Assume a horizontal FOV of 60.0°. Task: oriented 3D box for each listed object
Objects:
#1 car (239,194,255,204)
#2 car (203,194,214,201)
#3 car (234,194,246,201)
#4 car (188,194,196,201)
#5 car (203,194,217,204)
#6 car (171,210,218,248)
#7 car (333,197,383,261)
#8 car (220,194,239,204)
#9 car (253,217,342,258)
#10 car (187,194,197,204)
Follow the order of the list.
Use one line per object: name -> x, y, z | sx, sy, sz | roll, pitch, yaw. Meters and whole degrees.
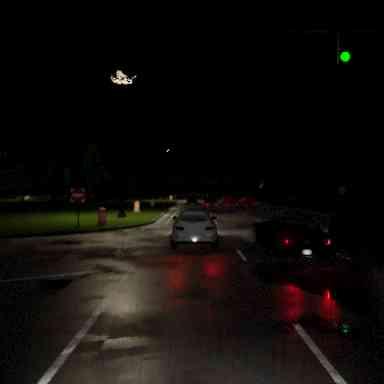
car -> 10.485, 1.383, 62.277 | 1.882, 1.535, 5.008 | 0, 0, 0
car -> 3.483, 1.247, 72.695 | 2.128, 1.511, 4.902 | 0, 0, 0
car -> 10.483, 1.200, 72.696 | 1.882, 1.535, 5.008 | 0, 0, 0
car -> -0.017, 1.222, 72.694 | 1.837, 1.490, 4.892 | 0, 0, 0
car -> 3.485, 1.257, 62.661 | 2.097, 1.767, 4.553 | 0, 0, 0
car -> 0.098, 1.504, 14.523 | 1.812, 1.442, 4.674 | 0, 0, 0
car -> 7.098, 1.203, 12.269 | 2.150, 2.045, 5.566 | 0, 0, 0
car -> 6.985, 1.257, 62.662 | 2.097, 1.767, 4.553 | 0, 0, 0
car -> 3.598, 1.582, 12.616 | 1.895, 1.301, 4.718 | 0, 0, 0
car -> -0.015, 1.453, 62.274 | 2.033, 1.411, 5.357 | 0, 0, 0
